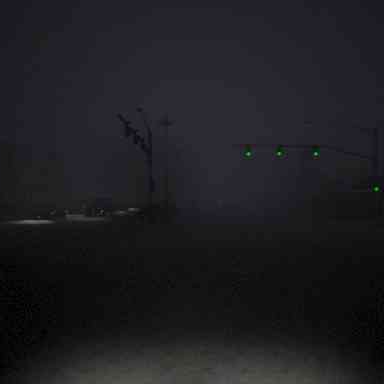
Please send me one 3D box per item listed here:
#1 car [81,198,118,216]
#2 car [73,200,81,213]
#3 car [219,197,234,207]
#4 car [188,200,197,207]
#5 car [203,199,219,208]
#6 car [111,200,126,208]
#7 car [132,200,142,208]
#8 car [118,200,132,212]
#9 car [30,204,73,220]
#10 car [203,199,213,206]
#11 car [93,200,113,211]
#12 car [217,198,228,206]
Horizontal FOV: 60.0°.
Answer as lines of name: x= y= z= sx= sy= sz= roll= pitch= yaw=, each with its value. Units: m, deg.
car: x=-10.588 y=1.684 z=38.502 sx=2.150 sy=2.045 sz=5.566 roll=0 pitch=-1 yaw=0
car: x=-14.070 y=1.865 z=42.636 sx=2.097 sy=1.767 sz=4.553 roll=0 pitch=-1 yaw=0
car: x=7.134 y=2.015 z=67.553 sx=2.150 sy=2.045 sz=5.566 roll=0 pitch=-1 yaw=0
car: x=0.141 y=2.283 z=65.847 sx=1.837 sy=1.490 sz=4.892 roll=0 pitch=-1 yaw=0
car: x=3.641 y=2.277 z=65.552 sx=1.837 sy=1.490 sz=4.892 roll=0 pitch=-1 yaw=0
car: x=-13.983 y=2.284 z=63.511 sx=1.812 sy=1.442 sz=4.674 roll=0 pitch=-1 yaw=1
car: x=-10.501 y=2.230 z=62.150 sx=2.128 sy=1.511 sz=4.902 roll=0 pitch=-1 yaw=1
car: x=-10.564 y=2.109 z=48.803 sx=1.812 sy=1.442 sz=4.674 roll=0 pitch=-1 yaw=0
car: x=-14.080 y=1.949 z=33.205 sx=2.033 sy=1.411 sz=5.357 roll=0 pitch=-1 yaw=0
car: x=3.549 y=2.420 z=75.951 sx=2.128 sy=1.511 sz=4.902 roll=0 pitch=-1 yaw=0
car: x=-14.051 y=2.109 z=52.755 sx=1.882 sy=1.535 sz=5.008 roll=0 pitch=-1 yaw=0
car: x=7.051 y=2.271 z=77.912 sx=2.097 sy=1.767 sz=4.553 roll=0 pitch=-1 yaw=1
